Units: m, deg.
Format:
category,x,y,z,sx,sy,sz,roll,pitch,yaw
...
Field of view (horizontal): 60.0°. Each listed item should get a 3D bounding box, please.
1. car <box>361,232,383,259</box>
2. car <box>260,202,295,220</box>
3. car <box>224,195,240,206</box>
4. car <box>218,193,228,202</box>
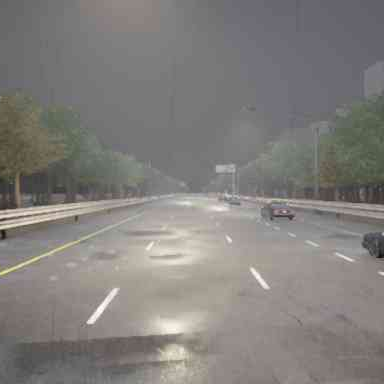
category,x,y,z,sx,sy,sz,roll,pitch,yaw
car,7.002,1.551,9.525,2.033,1.411,5.357,0,0,0
car,7.037,1.559,27.779,2.033,1.411,5.357,0,0,0
car,7.171,1.588,57.372,2.033,1.411,5.357,0,0,0
car,7.341,1.417,80.363,2.097,1.767,4.553,0,0,1
